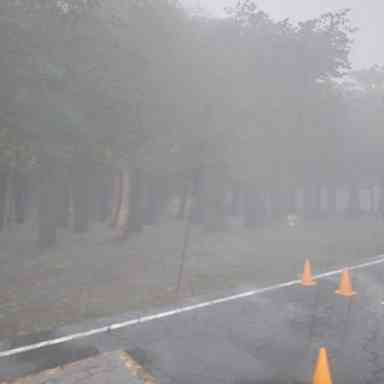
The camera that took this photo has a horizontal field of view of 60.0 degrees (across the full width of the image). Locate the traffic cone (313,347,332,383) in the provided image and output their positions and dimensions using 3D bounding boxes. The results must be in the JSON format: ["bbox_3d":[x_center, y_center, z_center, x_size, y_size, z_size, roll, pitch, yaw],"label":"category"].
[{"bbox_3d":[1.406,1.971,3.570,0.340,0.580,0.340,0,0,-36],"label":"traffic cone"}]

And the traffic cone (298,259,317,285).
[{"bbox_3d":[2.895,1.991,8.342,0.340,0.580,0.340,0,0,-36],"label":"traffic cone"}]

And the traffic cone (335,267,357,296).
[{"bbox_3d":[3.480,1.989,7.531,0.340,0.580,0.340,0,0,-36],"label":"traffic cone"}]

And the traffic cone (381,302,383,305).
[{"bbox_3d":[4.065,1.986,6.721,0.340,0.580,0.340,0,0,-36],"label":"traffic cone"}]
